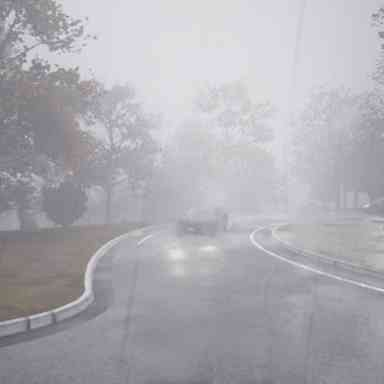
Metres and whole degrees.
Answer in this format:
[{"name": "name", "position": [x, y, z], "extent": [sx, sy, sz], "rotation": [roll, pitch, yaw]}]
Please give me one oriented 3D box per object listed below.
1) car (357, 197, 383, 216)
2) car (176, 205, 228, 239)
[{"name": "car", "position": [17.359, 1.173, 29.724], "extent": [4.553, 1.767, 2.097], "rotation": [0, 0, 8]}, {"name": "car", "position": [0.659, 1.425, 17.502], "extent": [1.882, 1.535, 5.008], "rotation": [-1, 0, 17]}]
